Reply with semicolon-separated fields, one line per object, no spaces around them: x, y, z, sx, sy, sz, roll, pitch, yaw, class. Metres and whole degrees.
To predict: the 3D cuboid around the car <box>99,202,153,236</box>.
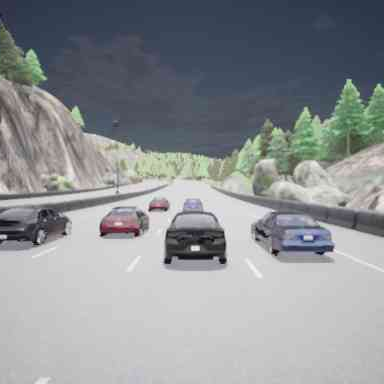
-3.400;1.419;17.350;1.994;1.385;4.181;0;0;0;car

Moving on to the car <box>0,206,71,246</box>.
-6.900;1.383;14.596;1.837;1.490;4.892;0;0;0;car

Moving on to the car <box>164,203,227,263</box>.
0.100;1.380;11.619;1.882;1.535;5.008;0;0;0;car

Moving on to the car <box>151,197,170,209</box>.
-3.401;1.225;35.258;1.994;1.385;4.181;0;1;0;car

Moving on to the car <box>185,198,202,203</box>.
0.099;1.275;30.151;2.033;1.411;5.357;0;1;0;car

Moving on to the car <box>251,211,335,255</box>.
3.600;1.440;12.798;2.033;1.411;5.357;0;0;0;car
